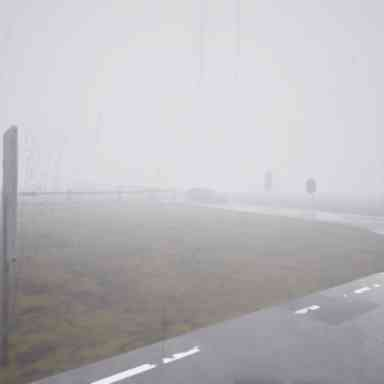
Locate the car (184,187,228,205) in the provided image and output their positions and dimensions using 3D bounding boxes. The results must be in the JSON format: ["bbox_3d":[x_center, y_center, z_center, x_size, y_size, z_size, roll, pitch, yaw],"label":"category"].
[{"bbox_3d":[1.206,0.367,29.632,1.837,1.490,4.892,1,2,-36],"label":"car"}]
